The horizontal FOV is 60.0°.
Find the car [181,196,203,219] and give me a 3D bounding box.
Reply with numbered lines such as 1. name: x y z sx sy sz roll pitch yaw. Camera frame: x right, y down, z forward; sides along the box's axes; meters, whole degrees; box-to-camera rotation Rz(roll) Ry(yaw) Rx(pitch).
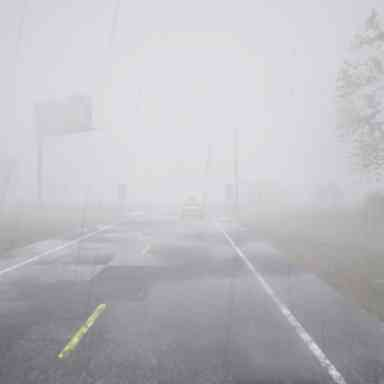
1. car: 0.016 1.382 28.262 1.801 1.575 5.366 0 0 0
